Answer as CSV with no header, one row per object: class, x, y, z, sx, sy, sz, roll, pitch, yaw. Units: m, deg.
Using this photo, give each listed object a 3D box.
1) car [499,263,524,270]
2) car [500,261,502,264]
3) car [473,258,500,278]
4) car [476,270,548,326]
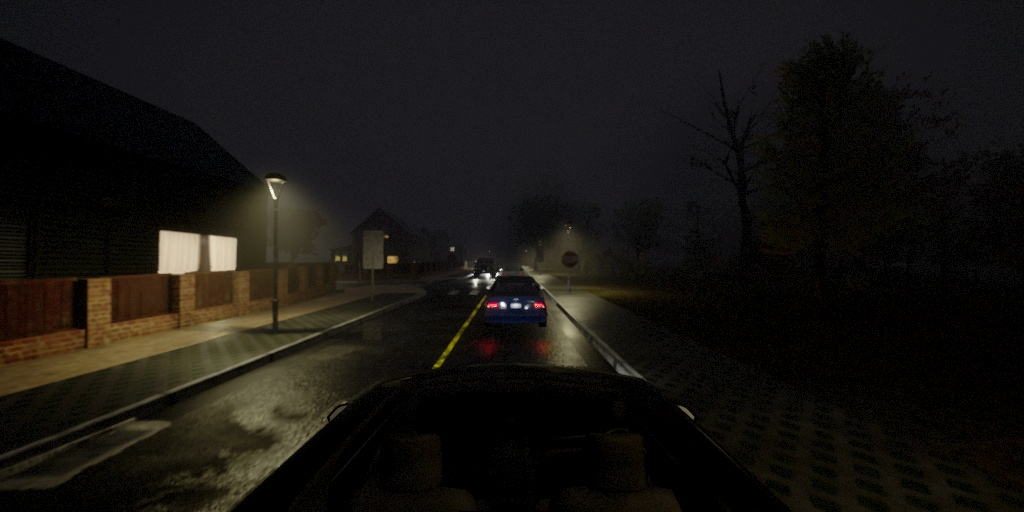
car,0.126,1.516,30.964,1.895,1.301,4.718,0,0,0
car,-2.768,1.550,51.339,2.128,1.511,4.902,0,0,0
car,-2.805,1.186,38.363,2.150,2.045,5.566,0,0,0
car,0.103,1.349,11.802,2.033,1.411,5.357,0,0,0
